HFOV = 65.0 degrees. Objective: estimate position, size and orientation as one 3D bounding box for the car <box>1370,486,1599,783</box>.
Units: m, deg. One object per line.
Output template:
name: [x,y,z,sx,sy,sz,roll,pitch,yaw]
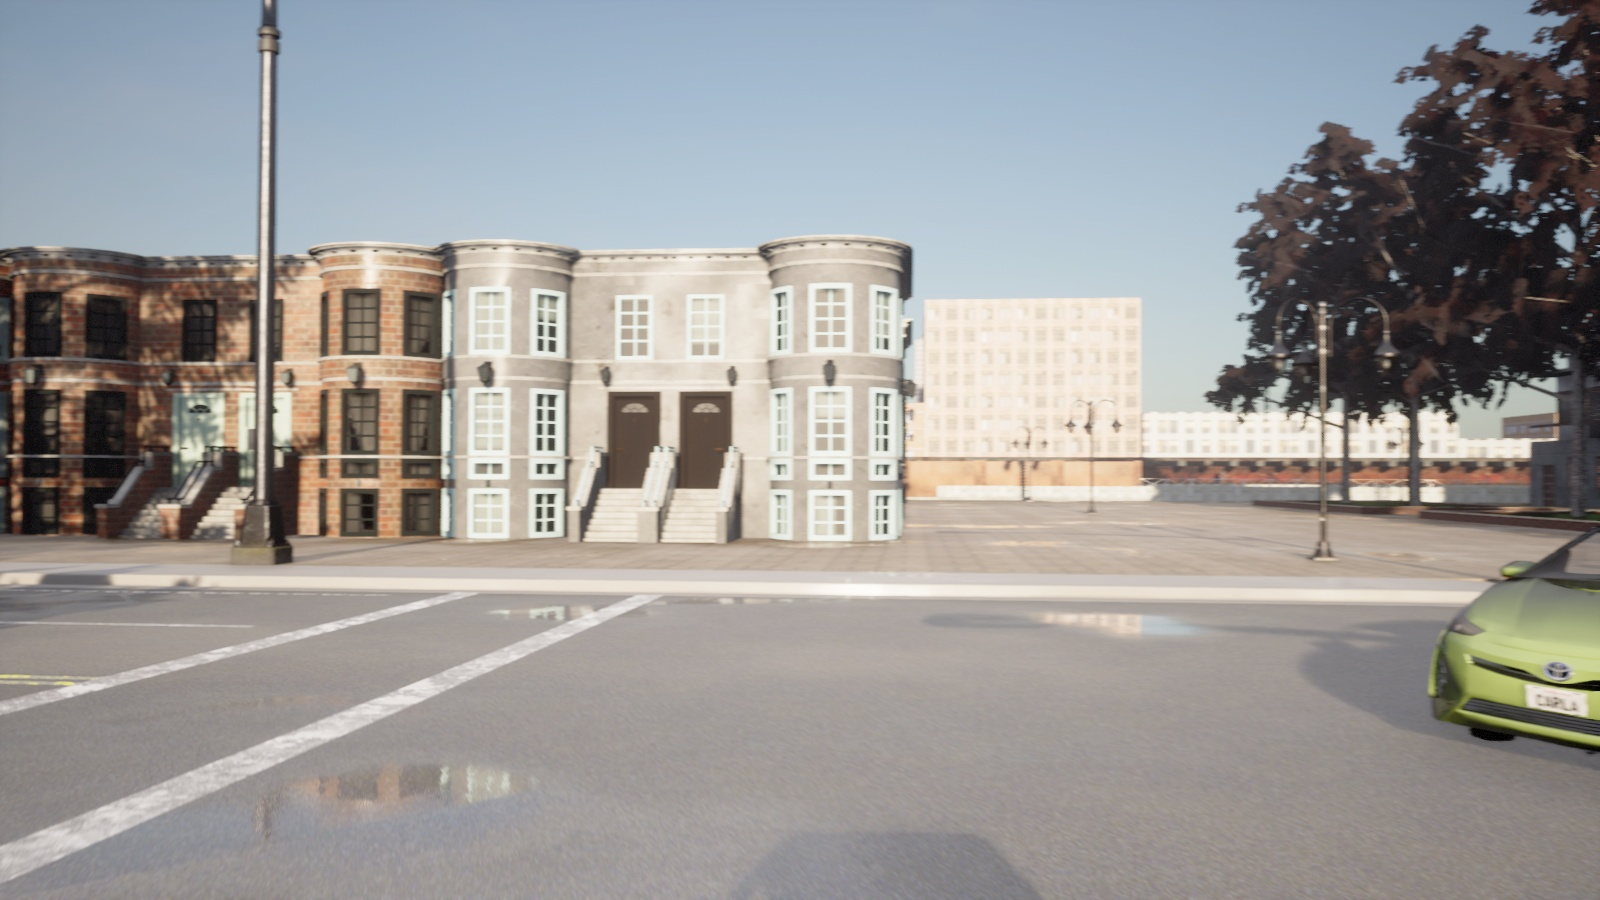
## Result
car: [5.938,1.018,8.084,4.514,1.525,2.007,1,-1,-33]
